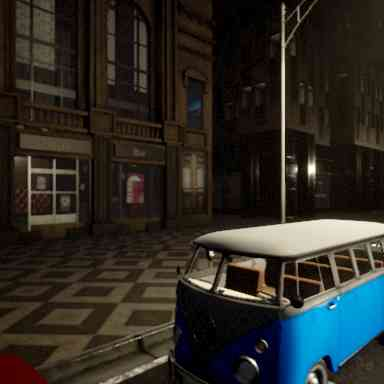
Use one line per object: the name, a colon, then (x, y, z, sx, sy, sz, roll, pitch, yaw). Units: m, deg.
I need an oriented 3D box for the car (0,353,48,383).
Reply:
car: (-2.590, 1.545, 0.741, 4.507, 1.381, 1.887, 0, 0, -43)

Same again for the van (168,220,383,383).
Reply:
van: (1.547, 1.341, 4.543, 3.998, 1.788, 1.690, 0, 0, -43)
